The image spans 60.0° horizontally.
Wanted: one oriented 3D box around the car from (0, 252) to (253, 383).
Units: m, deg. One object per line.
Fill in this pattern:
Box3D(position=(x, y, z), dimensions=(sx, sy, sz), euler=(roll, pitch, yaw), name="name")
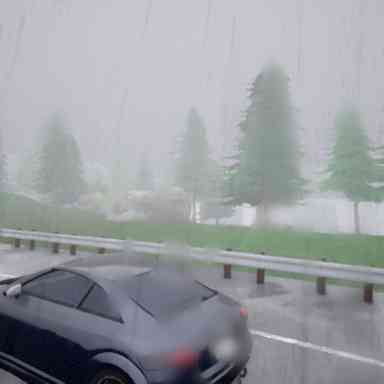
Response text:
Box3D(position=(-1.333, 1.556, 4.486), dimensions=(4.181, 1.385, 1.994), euler=(0, 0, 33), name="car")
